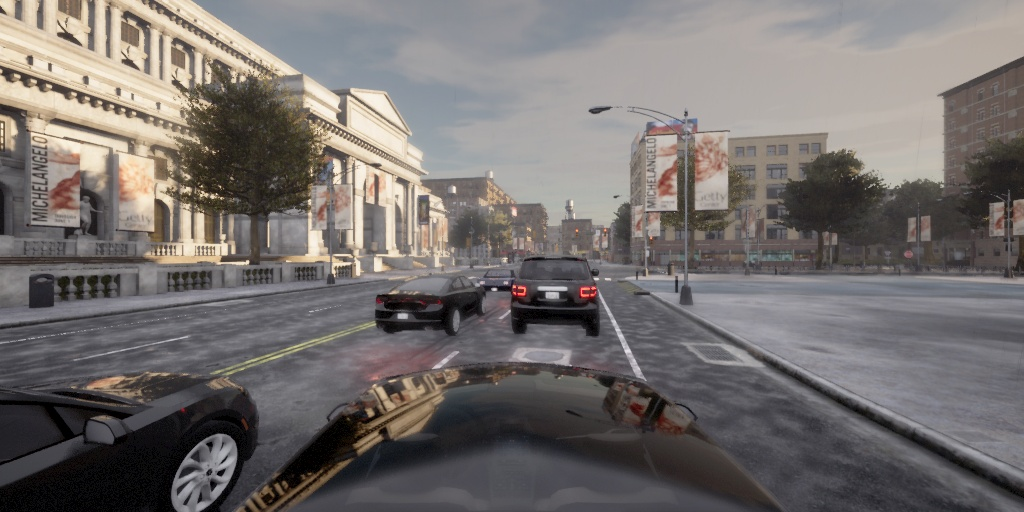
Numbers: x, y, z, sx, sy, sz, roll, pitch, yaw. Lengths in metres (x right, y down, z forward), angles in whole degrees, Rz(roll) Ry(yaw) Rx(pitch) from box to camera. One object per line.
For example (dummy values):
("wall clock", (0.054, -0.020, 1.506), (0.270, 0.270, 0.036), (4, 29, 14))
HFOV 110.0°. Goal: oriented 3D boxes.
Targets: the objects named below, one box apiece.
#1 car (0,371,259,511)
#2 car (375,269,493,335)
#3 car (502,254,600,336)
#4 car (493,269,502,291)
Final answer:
("car", (-3.203, 1.255, 1.258), (1.837, 1.490, 4.892), (0, 0, 0))
("car", (-2.106, 1.228, 10.651), (1.882, 1.535, 5.008), (0, 0, 9))
("car", (1.381, 0.971, 10.636), (2.150, 2.045, 5.566), (0, 0, 10))
("car", (-0.445, 1.351, 19.772), (1.895, 1.301, 4.718), (0, 0, 11))
